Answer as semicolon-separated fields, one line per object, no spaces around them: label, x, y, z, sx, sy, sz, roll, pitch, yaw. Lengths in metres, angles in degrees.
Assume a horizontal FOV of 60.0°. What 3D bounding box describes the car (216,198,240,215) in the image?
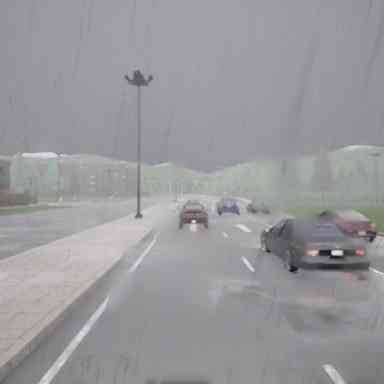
car;3.612;1.410;34.460;2.097;1.767;4.553;0;0;0

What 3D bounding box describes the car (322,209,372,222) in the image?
car;7.119;1.553;16.202;1.812;1.442;4.674;0;0;0

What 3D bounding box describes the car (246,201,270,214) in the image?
car;7.113;1.625;36.034;1.994;1.385;4.181;0;0;0

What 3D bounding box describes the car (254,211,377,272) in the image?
car;3.604;1.566;10.766;2.033;1.411;5.357;0;0;0

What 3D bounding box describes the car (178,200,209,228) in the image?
car;0.108;1.543;22.453;1.837;1.490;4.892;0;0;0

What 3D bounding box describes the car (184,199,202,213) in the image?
car;0.114;1.615;39.788;2.033;1.411;5.357;0;0;0
